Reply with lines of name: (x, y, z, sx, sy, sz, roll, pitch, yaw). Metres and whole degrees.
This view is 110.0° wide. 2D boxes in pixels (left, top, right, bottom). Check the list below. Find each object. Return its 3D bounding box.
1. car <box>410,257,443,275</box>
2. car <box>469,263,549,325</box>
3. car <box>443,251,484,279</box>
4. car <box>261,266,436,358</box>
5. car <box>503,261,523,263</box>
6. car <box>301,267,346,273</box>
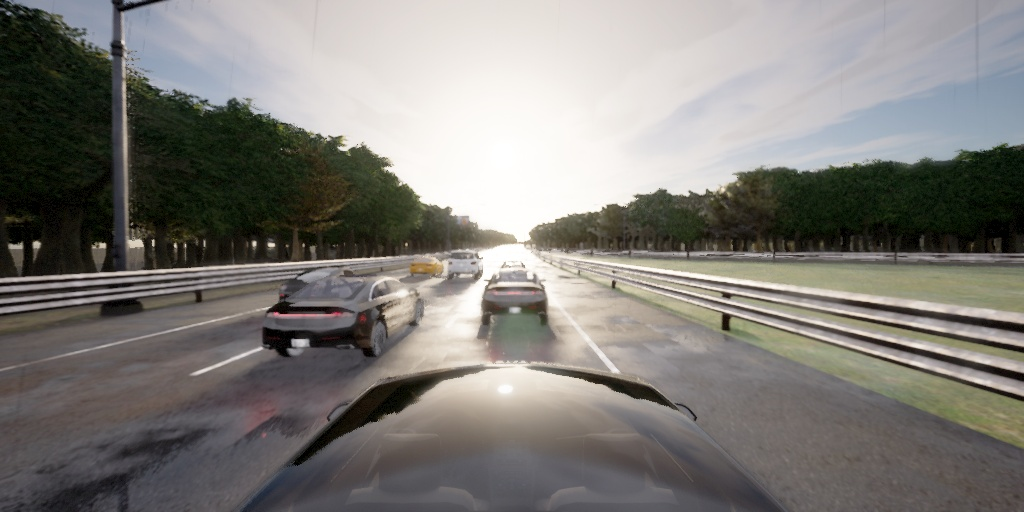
car: (-6.904, 0.830, 29.537, 1.882, 1.535, 5.008, 0, 1, 0)
car: (0.082, 1.127, 11.321, 2.128, 1.511, 4.902, 0, 0, 0)
car: (-3.411, 0.614, 27.038, 2.150, 2.045, 5.566, 0, 1, 0)
car: (-3.432, 1.173, 8.270, 2.128, 1.511, 4.902, 0, 1, 0)
car: (0.086, 1.005, 26.371, 1.895, 1.301, 4.718, 0, 1, 0)
car: (-6.908, 1.129, 13.813, 1.812, 1.442, 4.674, 0, 1, 0)
